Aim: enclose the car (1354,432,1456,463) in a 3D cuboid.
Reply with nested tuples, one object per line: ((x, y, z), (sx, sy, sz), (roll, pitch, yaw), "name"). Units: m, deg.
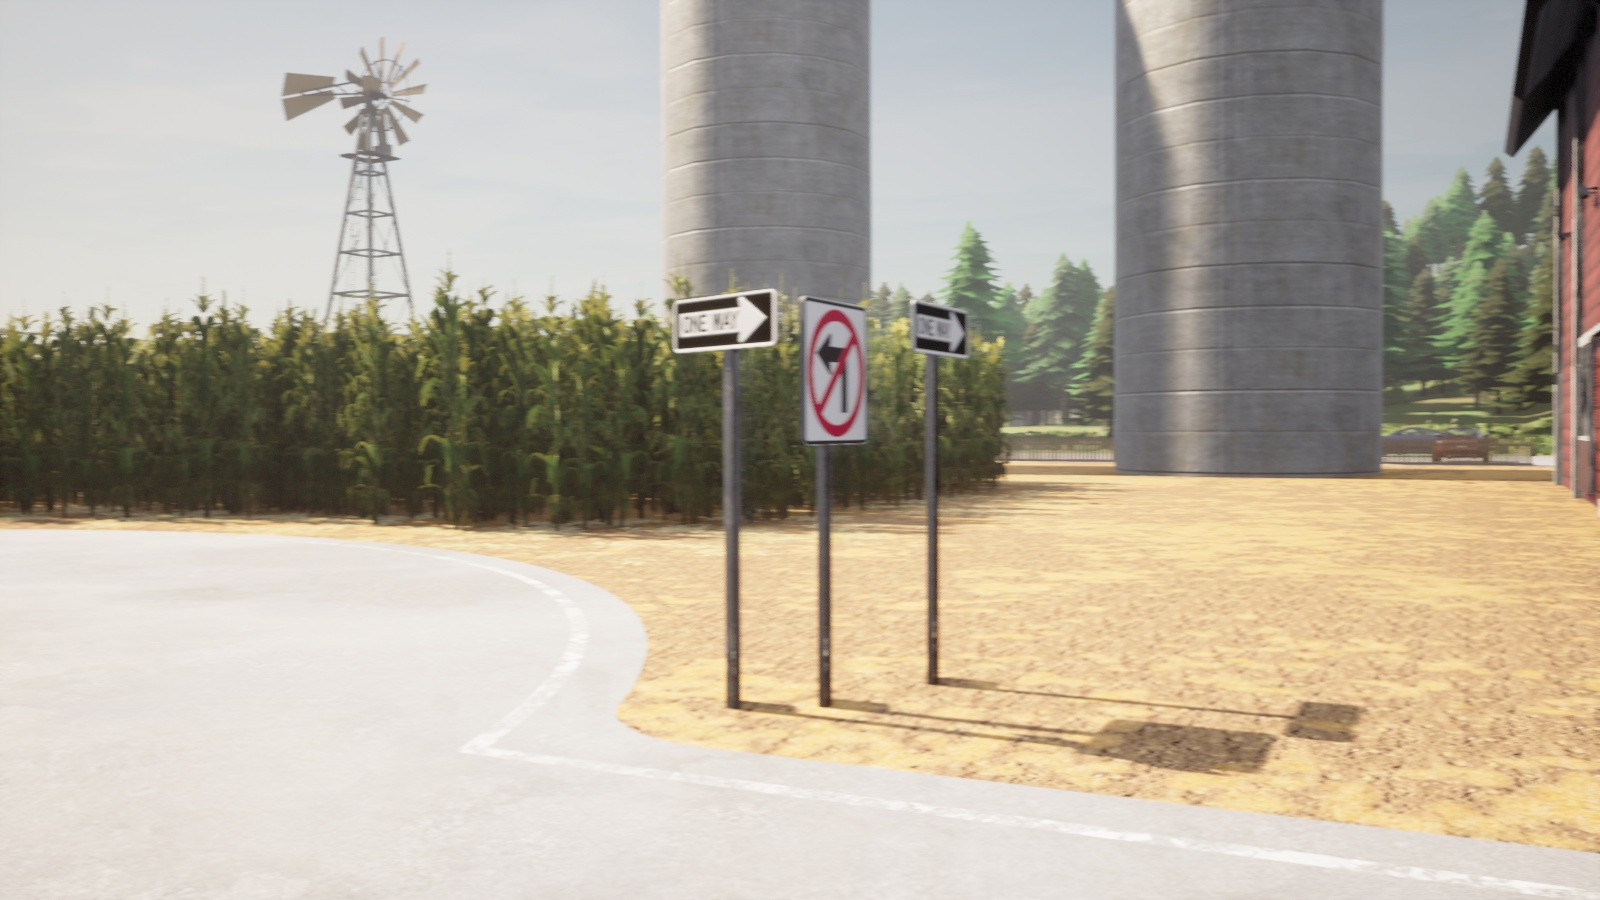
((28.231, -0.152, 58.644), (4.181, 1.385, 1.994), (1, 1, 28), "car")
